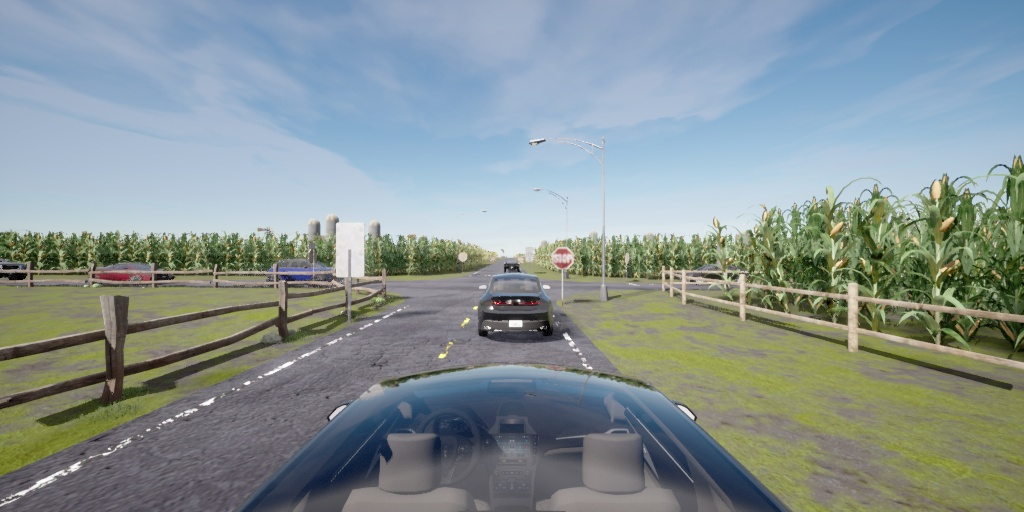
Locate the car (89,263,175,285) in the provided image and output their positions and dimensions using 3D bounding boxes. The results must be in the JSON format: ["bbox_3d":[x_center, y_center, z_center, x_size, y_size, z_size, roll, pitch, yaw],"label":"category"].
[{"bbox_3d":[-24.796,1.164,23.514,4.181,1.385,1.994,0,-1,0],"label":"car"}]

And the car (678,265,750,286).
[{"bbox_3d":[14.727,1.373,26.173,4.892,1.490,1.837,0,-1,0],"label":"car"}]

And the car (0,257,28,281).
[{"bbox_3d":[-35.528,0.769,23.603,5.566,2.045,2.150,0,-1,1],"label":"car"}]

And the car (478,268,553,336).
[{"bbox_3d":[0.078,1.255,10.369,1.837,1.490,4.892,0,0,0],"label":"car"}]

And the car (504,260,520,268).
[{"bbox_3d":[-0.023,1.214,46.298,1.882,1.535,5.008,0,0,0],"label":"car"}]

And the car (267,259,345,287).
[{"bbox_3d":[-13.135,1.014,23.207,4.553,1.767,2.097,0,-1,4],"label":"car"}]
